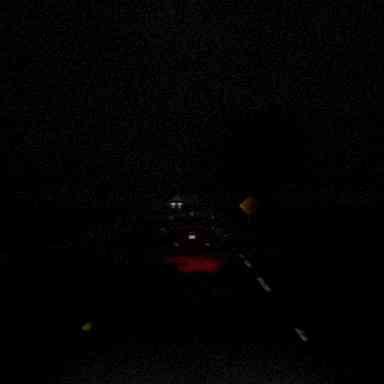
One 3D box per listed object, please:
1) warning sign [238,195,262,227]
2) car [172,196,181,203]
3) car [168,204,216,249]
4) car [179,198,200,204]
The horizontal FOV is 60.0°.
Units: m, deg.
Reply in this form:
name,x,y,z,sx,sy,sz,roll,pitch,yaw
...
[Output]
name,x,y,z,sx,sy,sz,roll,pitch,yaw
warning sign,3.562,1.147,20.471,1.300,1.860,1.060,1,1,0
car,-3.500,1.666,75.919,1.812,1.442,4.674,0,0,0
car,0.000,1.505,14.653,1.882,1.535,5.008,0,0,0
car,0.000,1.570,29.654,1.837,1.490,4.892,0,0,0
